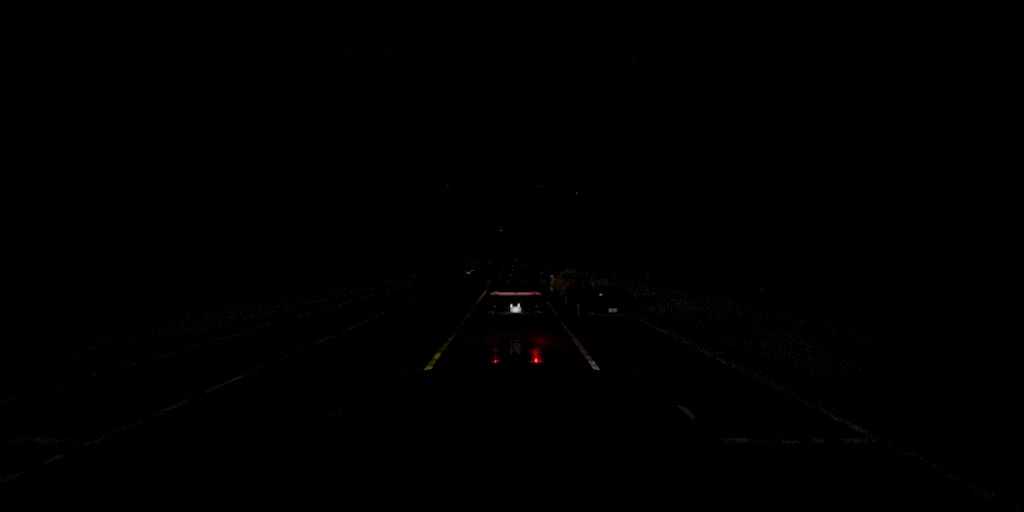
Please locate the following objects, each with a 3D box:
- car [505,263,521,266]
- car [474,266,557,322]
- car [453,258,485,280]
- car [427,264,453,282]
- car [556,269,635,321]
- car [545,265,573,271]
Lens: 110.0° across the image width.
[{"bbox_3d":[0.114,1.323,30.661,2.033,1.411,5.357,0,0,0],"label":"car"},{"bbox_3d":[0.105,1.254,12.272,2.128,1.511,4.902,0,0,0],"label":"car"},{"bbox_3d":[-2.989,0.912,27.013,1.812,1.442,4.674,0,0,0],"label":"car"},{"bbox_3d":[-5.656,1.319,29.146,1.888,1.381,4.507,0,0,0],"label":"car"},{"bbox_3d":[2.877,1.312,12.385,2.007,1.370,4.403,0,0,0],"label":"car"},{"bbox_3d":[2.881,1.291,18.141,1.751,1.417,4.829,0,0,0],"label":"car"}]
